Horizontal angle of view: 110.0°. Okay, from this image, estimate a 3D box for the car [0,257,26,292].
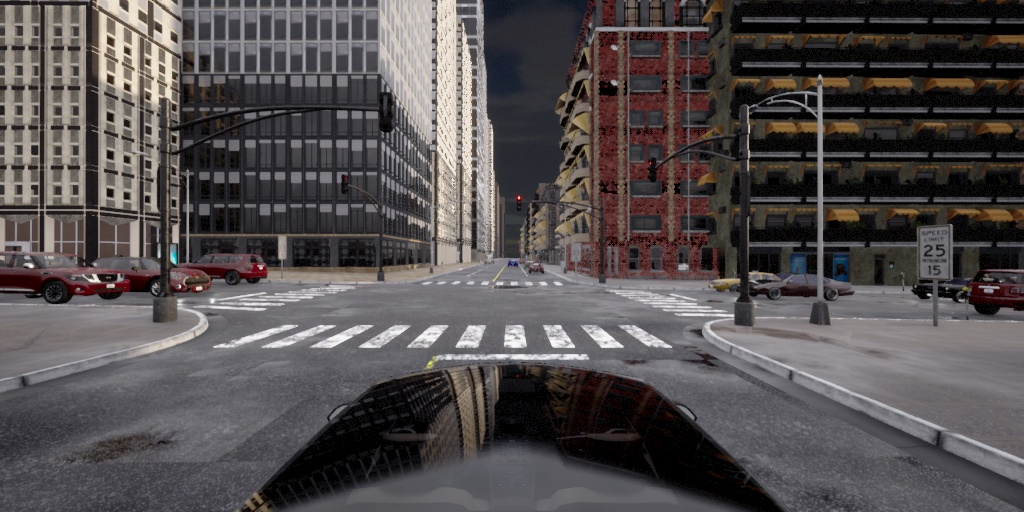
[{"bbox_3d":[-25.385,0.780,15.930,5.008,1.535,1.882,1,0,0],"label":"car"}]

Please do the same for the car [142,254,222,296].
[{"bbox_3d":[-16.271,0.825,16.035,4.553,1.767,2.097,1,0,-2],"label":"car"}]

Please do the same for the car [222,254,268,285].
[{"bbox_3d":[-17.684,0.775,21.780,5.009,1.841,2.192,0,0,0],"label":"car"}]

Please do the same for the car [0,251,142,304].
[{"bbox_3d":[-17.560,0.757,13.401,5.009,1.841,2.192,0,0,0],"label":"car"}]

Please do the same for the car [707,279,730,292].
[{"bbox_3d":[14.656,1.586,22.022,4.829,1.417,1.751,0,0,0],"label":"car"}]

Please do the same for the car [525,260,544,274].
[{"bbox_3d":[2.791,1.340,41.734,1.802,1.307,4.207,0,0,0],"label":"car"}]

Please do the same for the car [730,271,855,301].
[{"bbox_3d":[15.256,1.609,19.435,5.357,1.411,2.033,1,0,0],"label":"car"}]

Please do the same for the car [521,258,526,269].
[{"bbox_3d":[2.757,1.315,54.651,2.007,1.370,4.403,0,0,0],"label":"car"}]

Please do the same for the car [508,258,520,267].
[{"bbox_3d":[0.180,1.249,65.086,1.882,1.535,5.008,0,0,0],"label":"car"}]

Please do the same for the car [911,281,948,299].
[{"bbox_3d":[24.886,1.838,19.507,4.718,1.301,1.895,1,0,-1],"label":"car"}]

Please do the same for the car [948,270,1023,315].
[{"bbox_3d":[20.614,1.460,13.718,5.009,1.841,2.192,0,0,0],"label":"car"}]
